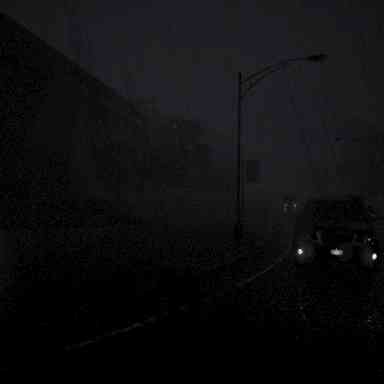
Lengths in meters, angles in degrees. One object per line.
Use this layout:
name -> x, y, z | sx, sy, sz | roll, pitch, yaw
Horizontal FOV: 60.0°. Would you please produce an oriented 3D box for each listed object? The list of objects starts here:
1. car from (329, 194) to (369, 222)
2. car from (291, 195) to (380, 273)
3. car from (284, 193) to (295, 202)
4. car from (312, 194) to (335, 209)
car -> 13.468, 1.240, 28.914 | 2.150, 2.045, 5.566 | 1, 1, 14
car -> 4.744, 1.216, 11.251 | 2.150, 2.045, 5.566 | 1, 0, 21
car -> 15.553, 0.869, 52.795 | 1.895, 1.301, 4.718 | 1, 3, 14
car -> 16.969, 1.188, 43.124 | 2.128, 1.511, 4.902 | 1, 2, 14
